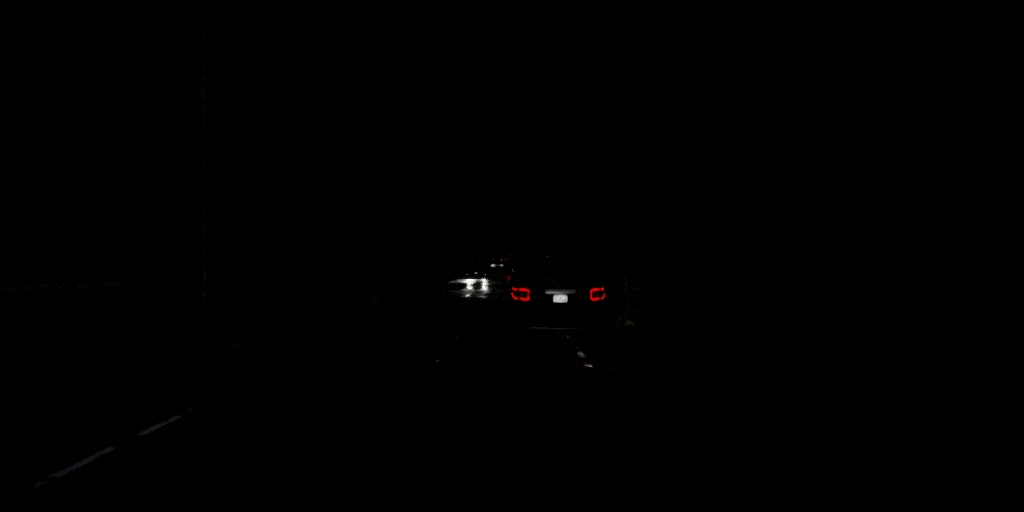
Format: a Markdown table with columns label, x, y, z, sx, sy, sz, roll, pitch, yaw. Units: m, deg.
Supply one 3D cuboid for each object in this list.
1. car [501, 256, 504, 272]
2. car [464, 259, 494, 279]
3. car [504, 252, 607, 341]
| label | x | y | z | sx | sy | sz | roll | pitch | yaw |
| --- | --- | --- | --- | --- | --- | --- | --- | --- | --- |
| car | 0.062 | 1.046 | 38.805 | 1.837 | 1.490 | 4.892 | 0 | 1 | 0 |
| car | -2.859 | 1.149 | 30.438 | 1.994 | 1.385 | 4.181 | 0 | 0 | 0 |
| car | 0.960 | 0.925 | 9.794 | 2.150 | 2.045 | 5.566 | 0 | 0 | 0 |
